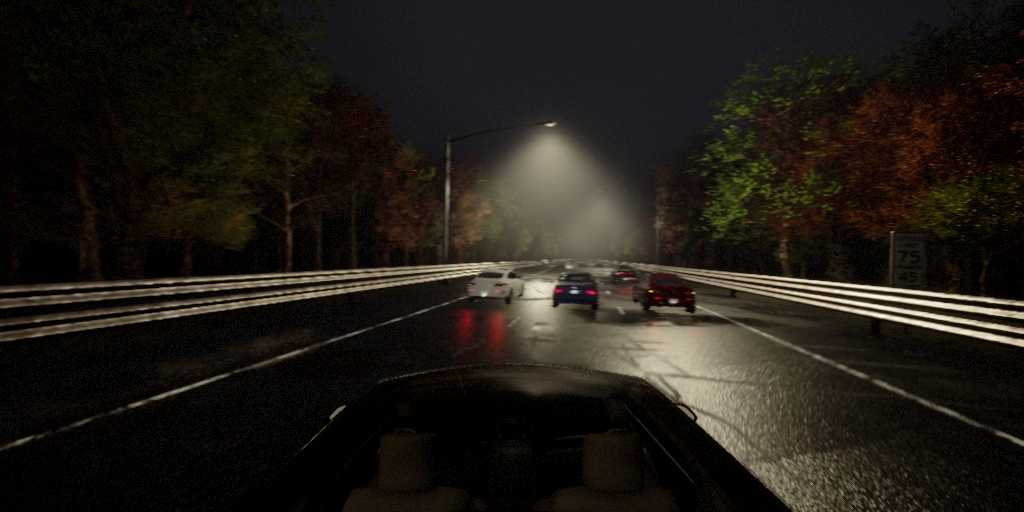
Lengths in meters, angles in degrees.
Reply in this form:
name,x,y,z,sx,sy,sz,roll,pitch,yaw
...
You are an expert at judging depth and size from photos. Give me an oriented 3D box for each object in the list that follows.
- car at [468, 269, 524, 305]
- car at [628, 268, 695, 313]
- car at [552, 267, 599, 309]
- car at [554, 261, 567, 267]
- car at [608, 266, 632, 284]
name,x,y,z,sx,sy,sz,roll,pitch,yaw
car,-0.638,1.301,16.412,1.812,1.442,4.674,1,0,11
car,6.223,1.447,15.034,1.812,1.442,4.674,1,0,11
car,2.793,1.395,15.721,2.033,1.411,5.357,1,0,11
car,7.874,1.593,58.853,2.033,1.411,5.357,1,0,11
car,9.188,1.526,29.805,1.837,1.490,4.892,1,0,11
